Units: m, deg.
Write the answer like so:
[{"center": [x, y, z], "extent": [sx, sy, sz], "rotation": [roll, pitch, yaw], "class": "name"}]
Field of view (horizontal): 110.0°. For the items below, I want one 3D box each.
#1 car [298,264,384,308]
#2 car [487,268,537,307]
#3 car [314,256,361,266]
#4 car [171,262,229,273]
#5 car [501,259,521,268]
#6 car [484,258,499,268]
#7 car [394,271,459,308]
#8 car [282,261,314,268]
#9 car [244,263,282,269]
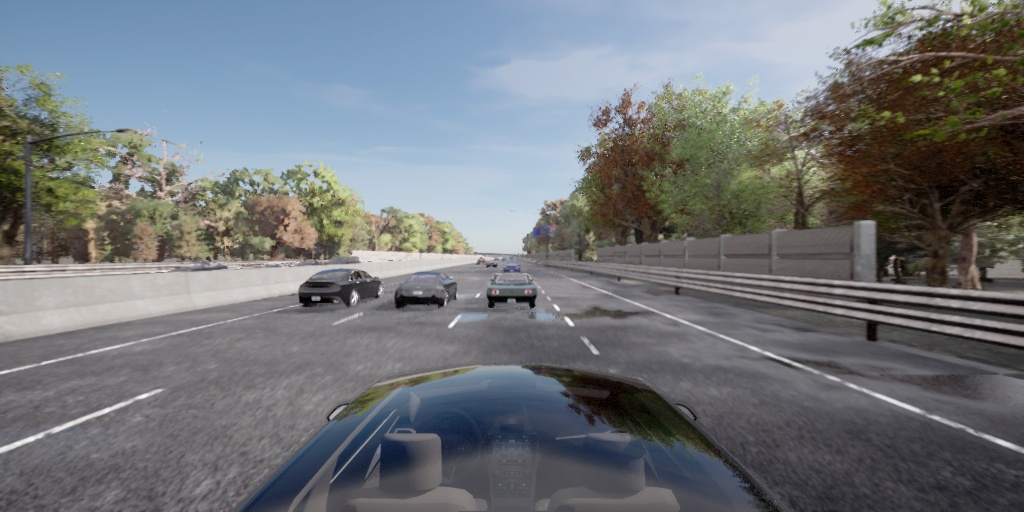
[{"center": [-7.002, 1.275, 15.234], "extent": [1.837, 1.490, 4.892], "rotation": [0, 0, 0], "class": "car"}, {"center": [-0.007, 1.369, 15.495], "extent": [1.895, 1.301, 4.718], "rotation": [0, 0, 0], "class": "car"}, {"center": [-17.577, 1.022, 37.062], "extent": [2.150, 2.045, 5.566], "rotation": [0, -1, 0], "class": "car"}, {"center": [-28.082, 1.281, 32.402], "extent": [2.128, 1.511, 4.902], "rotation": [0, 0, 0], "class": "car"}, {"center": [-0.011, 1.326, 38.690], "extent": [1.812, 1.442, 4.674], "rotation": [0, 0, 0], "class": "car"}, {"center": [-3.514, 1.436, 64.550], "extent": [1.895, 1.301, 4.718], "rotation": [0, 0, 0], "class": "car"}, {"center": [-3.503, 1.332, 15.319], "extent": [1.994, 1.385, 4.181], "rotation": [0, 0, 0], "class": "car"}, {"center": [-21.077, 1.304, 37.119], "extent": [1.837, 1.490, 4.892], "rotation": [0, -1, 0], "class": "car"}, {"center": [-24.581, 1.397, 36.107], "extent": [1.895, 1.301, 4.718], "rotation": [0, 0, 0], "class": "car"}]
